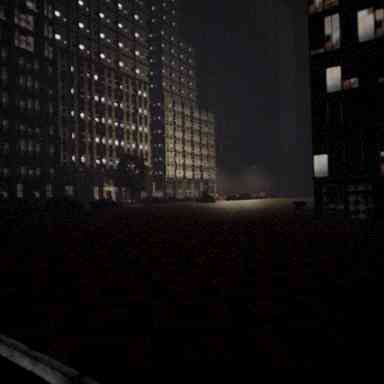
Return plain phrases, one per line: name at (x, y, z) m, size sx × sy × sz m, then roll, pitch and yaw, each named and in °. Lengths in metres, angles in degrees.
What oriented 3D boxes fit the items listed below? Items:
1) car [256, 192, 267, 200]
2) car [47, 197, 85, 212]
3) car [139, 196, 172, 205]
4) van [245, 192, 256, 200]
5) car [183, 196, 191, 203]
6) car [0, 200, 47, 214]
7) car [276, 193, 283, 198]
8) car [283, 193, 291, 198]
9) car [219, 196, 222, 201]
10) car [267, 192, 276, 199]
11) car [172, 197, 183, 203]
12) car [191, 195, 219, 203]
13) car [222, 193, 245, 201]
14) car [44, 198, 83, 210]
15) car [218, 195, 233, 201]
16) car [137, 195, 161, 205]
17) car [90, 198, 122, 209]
car at (14.960, 1.063, 77.141) m, size 1.967 × 1.590 × 4.097 m, roll -2°, pitch -1°, yaw 35°
car at (-13.588, 1.289, 35.776) m, size 1.967 × 1.590 × 4.097 m, roll -2°, pitch -1°, yaw 35°
car at (-6.342, 1.469, 55.765) m, size 2.033 × 1.411 × 5.357 m, roll -2°, pitch -1°, yaw 35°
van at (11.776, 0.988, 72.552) m, size 1.690 × 1.788 × 3.998 m, roll -2°, pitch -1°, yaw 35°
car at (-1.227, 1.500, 67.888) m, size 2.008 × 1.369 × 4.403 m, roll -2°, pitch -1°, yaw 35°
car at (-16.655, 1.402, 31.314) m, size 1.752 × 1.417 × 4.829 m, roll -2°, pitch -1°, yaw 35°
car at (21.354, 1.144, 86.300) m, size 1.947 × 1.339 × 4.313 m, roll -2°, pitch -1°, yaw 35°
car at (24.615, 1.082, 91.042) m, size 1.752 × 1.417 × 4.829 m, roll -2°, pitch -1°, yaw 35°
car at (5.112, 1.343, 77.106) m, size 1.967 × 1.590 × 4.097 m, roll -2°, pitch -1°, yaw 35°
car at (18.145, 0.916, 81.728) m, size 2.192 × 1.841 × 5.009 m, roll -2°, pitch -1°, yaw 35°
car at (-4.398, 1.518, 63.279) m, size 1.887 × 1.381 × 4.507 m, roll -2°, pitch -1°, yaw 35°
car at (2.347, 1.243, 58.911) m, size 1.752 × 1.417 × 4.829 m, roll -2°, pitch -1°, yaw 35°
car at (8.586, 1.111, 67.970) m, size 1.967 × 1.590 × 4.097 m, roll -2°, pitch -1°, yaw 35°
car at (-17.178, 1.603, 44.705) m, size 1.752 × 1.417 × 4.829 m, roll -2°, pitch -1°, yaw 35°
car at (8.285, 1.425, 81.714) m, size 1.887 × 1.381 × 4.507 m, roll -2°, pitch -1°, yaw 35°
car at (-7.572, 1.438, 58.672) m, size 1.967 × 1.590 × 4.097 m, roll -2°, pitch -1°, yaw 35°
car at (-10.419, 1.404, 40.375) m, size 1.802 × 1.307 × 4.206 m, roll -2°, pitch -1°, yaw 35°
